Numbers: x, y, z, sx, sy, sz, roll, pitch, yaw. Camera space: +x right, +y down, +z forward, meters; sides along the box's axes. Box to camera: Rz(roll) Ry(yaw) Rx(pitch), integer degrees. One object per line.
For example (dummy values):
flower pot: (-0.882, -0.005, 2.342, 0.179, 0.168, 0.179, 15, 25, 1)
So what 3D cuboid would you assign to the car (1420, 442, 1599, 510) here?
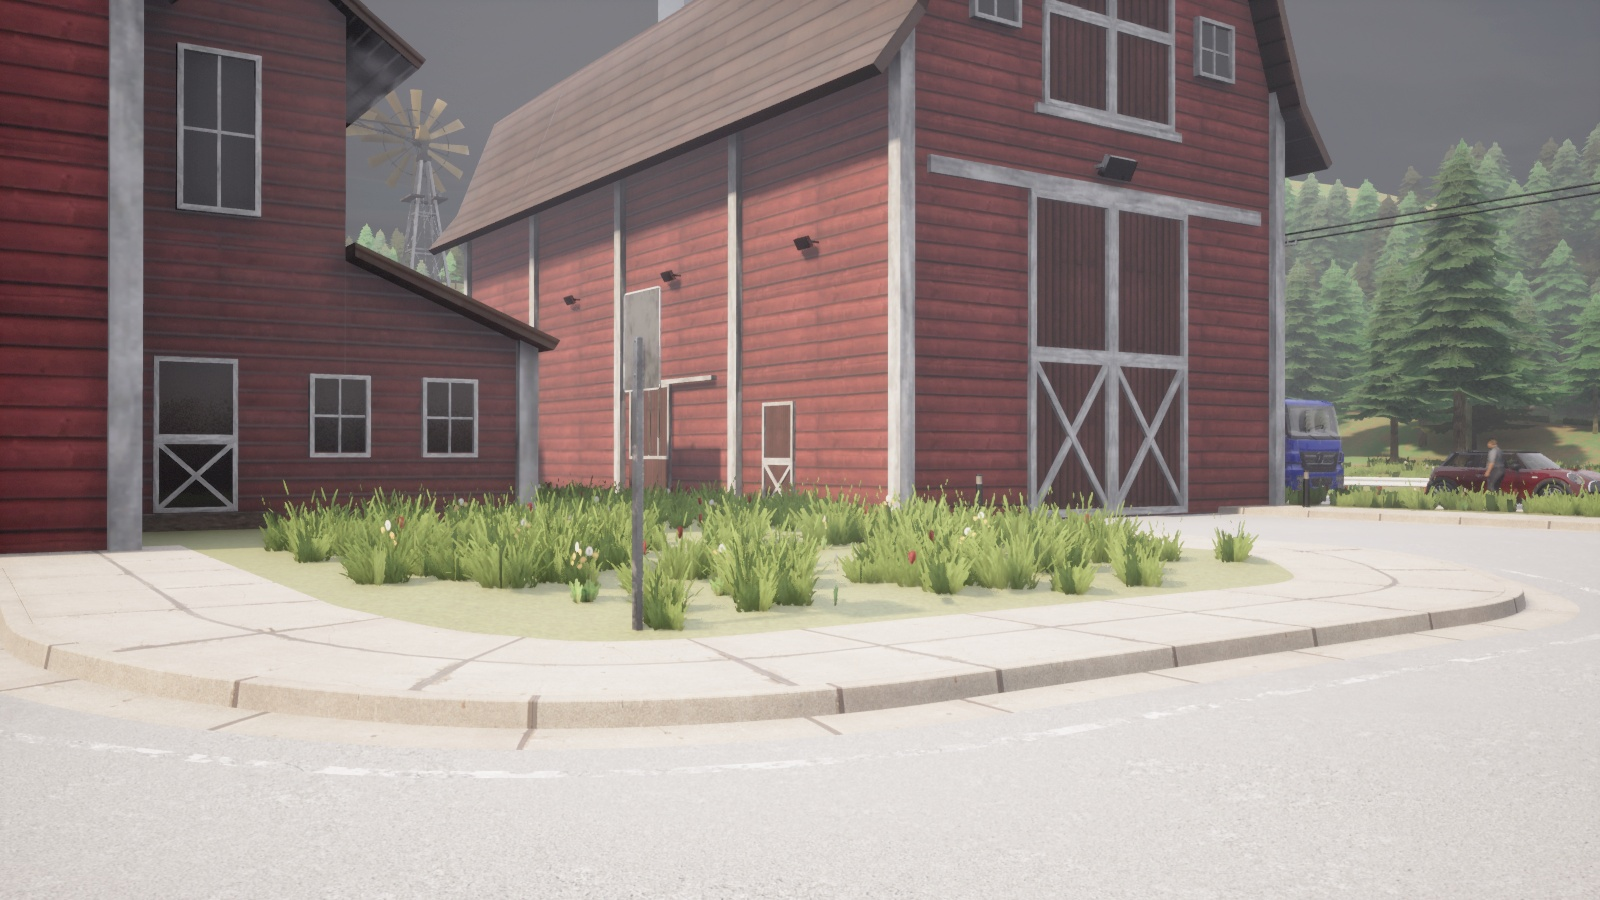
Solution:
car: (20.188, 0.691, 35.237, 2.097, 1.767, 4.553, 0, 0, -34)

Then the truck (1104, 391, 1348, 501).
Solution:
truck: (14.570, -0.108, 43.665, 2.891, 3.462, 7.936, 0, 0, -34)

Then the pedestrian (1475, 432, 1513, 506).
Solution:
pedestrian: (17.527, 0.484, 31.710, 0.540, 1.848, 0.694, 0, 0, -44)
